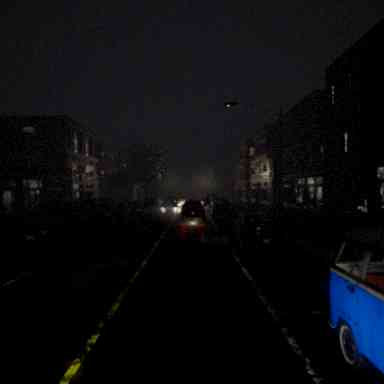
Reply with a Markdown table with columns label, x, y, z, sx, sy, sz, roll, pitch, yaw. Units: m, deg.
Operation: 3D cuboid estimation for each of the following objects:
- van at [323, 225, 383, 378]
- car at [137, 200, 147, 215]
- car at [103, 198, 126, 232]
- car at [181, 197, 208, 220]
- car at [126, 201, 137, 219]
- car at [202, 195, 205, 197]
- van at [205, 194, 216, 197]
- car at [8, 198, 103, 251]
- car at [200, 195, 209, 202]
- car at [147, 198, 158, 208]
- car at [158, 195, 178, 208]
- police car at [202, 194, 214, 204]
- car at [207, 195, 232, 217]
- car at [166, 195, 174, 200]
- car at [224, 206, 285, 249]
| label | x | y | z | sx | sy | sz | roll | pitch | yaw |
| --- | --- | --- | --- | --- | --- | --- | --- | --- | --- |
| van | 2.686 | 1.335 | 3.104 | 1.690 | 1.788 | 3.998 | -1 | 0 | 0 |
| car | -5.689 | 1.488 | 30.826 | 1.887 | 1.381 | 4.507 | -1 | 0 | 0 |
| car | -5.693 | 1.279 | 19.737 | 2.192 | 1.841 | 5.009 | -1 | 0 | 0 |
| car | 0.079 | 1.427 | 27.432 | 1.882 | 1.535 | 5.008 | 0 | 0 | 0 |
| car | -5.690 | 1.519 | 25.282 | 1.947 | 1.339 | 4.313 | -1 | 0 | 0 |
| car | 2.691 | 1.226 | 47.456 | 2.192 | 1.841 | 5.009 | -1 | 0 | 0 |
| van | 2.690 | 1.273 | 36.368 | 1.690 | 1.788 | 3.998 | -1 | 0 | 0 |
| car | -5.694 | 1.289 | 14.193 | 2.192 | 1.841 | 5.009 | -1 | 0 | 0 |
| car | 2.696 | 1.402 | 75.177 | 1.887 | 1.381 | 4.507 | -1 | 0 | 0 |
| car | -5.687 | 1.477 | 47.458 | 1.947 | 1.339 | 4.313 | -1 | 0 | 0 |
| car | -3.075 | 1.264 | 46.241 | 2.097 | 1.767 | 4.553 | 0 | 0 | 0 |
| police car | 3.007 | 1.308 | 62.146 | 1.930 | 1.638 | 5.238 | 0 | 0 | 0 |
| car | 2.690 | 1.383 | 30.824 | 1.967 | 1.590 | 4.097 | -1 | 0 | 0 |
| car | -5.682 | 1.418 | 86.266 | 1.802 | 1.307 | 4.206 | -1 | 0 | 0 |
| car | 2.689 | 1.524 | 14.193 | 2.008 | 1.369 | 4.403 | -1 | 0 | 0 |
